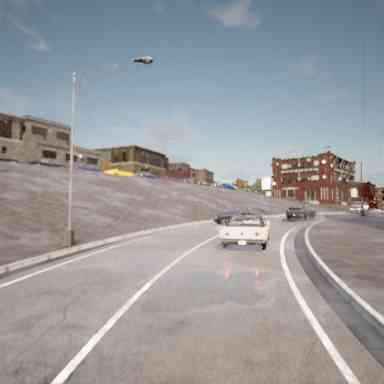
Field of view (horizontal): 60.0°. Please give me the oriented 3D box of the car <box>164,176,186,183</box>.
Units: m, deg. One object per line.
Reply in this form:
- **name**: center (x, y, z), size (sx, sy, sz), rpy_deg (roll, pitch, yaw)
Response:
- **car**: center (-3.843, -1.928, 57.681), size (2.163, 1.488, 4.792), rpy_deg (-2, -4, 35)

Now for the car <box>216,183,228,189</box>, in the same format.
- **car**: center (5.202, -1.121, 71.547), size (2.185, 1.767, 4.553), rpy_deg (-2, -5, 32)

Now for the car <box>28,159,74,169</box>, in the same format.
- **car**: center (-17.394, -3.166, 39.961), size (2.231, 1.521, 4.892), rpy_deg (-3, -5, 40)

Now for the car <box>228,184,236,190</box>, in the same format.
- **car**: center (8.073, -0.879, 76.363), size (2.435, 2.045, 5.566), rpy_deg (-2, -5, 31)

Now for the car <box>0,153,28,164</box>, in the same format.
- **car**: center (-20.965, -3.433, 35.760), size (2.231, 1.521, 4.892), rpy_deg (-3, -4, 40)

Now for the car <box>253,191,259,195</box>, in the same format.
- **car**: center (15.913, 0.651, 90.904), size (2.002, 1.452, 4.674), rpy_deg (-1, -5, 27)

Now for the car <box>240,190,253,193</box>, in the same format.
- **car**: center (13.386, 0.212, 85.991), size (2.002, 1.452, 4.674), rpy_deg (-2, -5, 28)

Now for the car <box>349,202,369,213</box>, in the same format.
- **car**: center (30.544, 2.774, 60.676), size (2.150, 2.045, 5.566), rpy_deg (-3, -4, 42)

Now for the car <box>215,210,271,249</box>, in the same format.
- **car**: center (2.548, 1.708, 15.114), size (1.895, 1.301, 4.718), rpy_deg (-1, -1, 15)

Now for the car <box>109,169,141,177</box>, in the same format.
- **car**: center (-10.470, -2.577, 48.611), size (2.097, 1.535, 5.008), rpy_deg (-2, -5, 38)

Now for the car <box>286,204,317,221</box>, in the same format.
- **car**: center (10.474, 1.900, 31.660), size (2.128, 1.511, 4.902), rpy_deg (-2, -2, 33)

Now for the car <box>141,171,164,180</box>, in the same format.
- **car**: center (-7.162, -2.401, 53.034), size (2.185, 1.767, 4.553), rpy_deg (-2, -5, 37)

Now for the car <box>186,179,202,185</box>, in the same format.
- **car**: center (-0.730, -1.608, 62.228), size (2.002, 1.452, 4.674), rpy_deg (-2, -4, 34)

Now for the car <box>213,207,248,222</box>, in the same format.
- **car**: center (3.605, 1.919, 27.610), size (2.033, 1.411, 5.357), rpy_deg (-2, -2, 27)

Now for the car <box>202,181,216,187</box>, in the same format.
- **car**: center (2.231, -1.338, 66.762), size (2.231, 1.521, 4.892), rpy_deg (-2, -4, 33)

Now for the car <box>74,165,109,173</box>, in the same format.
- **car**: center (-13.886, -2.837, 44.246), size (2.002, 1.452, 4.674), rpy_deg (-3, -5, 39)
